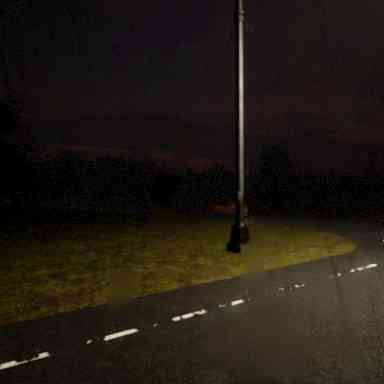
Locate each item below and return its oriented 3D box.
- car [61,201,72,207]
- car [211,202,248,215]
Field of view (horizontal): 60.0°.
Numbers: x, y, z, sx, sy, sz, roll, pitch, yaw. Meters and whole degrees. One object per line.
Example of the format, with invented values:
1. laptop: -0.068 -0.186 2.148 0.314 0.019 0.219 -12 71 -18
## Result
1. car: -29.146 2.815 77.234 1.895 1.301 4.718 2 -2 -28
2. car: 4.242 1.884 38.430 1.882 1.535 5.008 2 -2 -36
